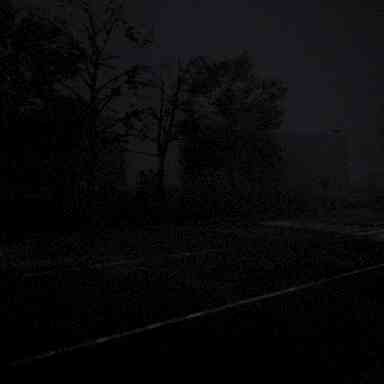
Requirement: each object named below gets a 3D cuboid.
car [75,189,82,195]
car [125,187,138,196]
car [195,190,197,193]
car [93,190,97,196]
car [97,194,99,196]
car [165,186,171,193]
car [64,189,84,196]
[{"bbox_3d":[-25.184,0.042,80.344,2.185,1.767,4.553,-1,2,18],"label":"car"},{"bbox_3d":[-11.072,-0.022,69.463,2.435,2.045,5.566,-2,2,17],"label":"car"},{"bbox_3d":[0.878,0.038,60.594,2.231,1.521,4.892,-1,2,16],"label":"car"},{"bbox_3d":[-20.507,0.228,76.691,2.231,1.521,4.892,-1,2,18],"label":"car"},{"bbox_3d":[-18.163,-0.006,74.830,2.435,2.045,5.566,0,2,18],"label":"car"},{"bbox_3d":[-3.929,-0.127,64.126,2.435,2.045,5.566,-2,2,16],"label":"car"},{"bbox_3d":[-29.800,0.095,84.093,2.097,1.535,5.008,0,3,19],"label":"car"}]
